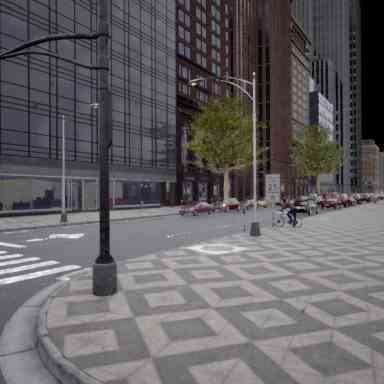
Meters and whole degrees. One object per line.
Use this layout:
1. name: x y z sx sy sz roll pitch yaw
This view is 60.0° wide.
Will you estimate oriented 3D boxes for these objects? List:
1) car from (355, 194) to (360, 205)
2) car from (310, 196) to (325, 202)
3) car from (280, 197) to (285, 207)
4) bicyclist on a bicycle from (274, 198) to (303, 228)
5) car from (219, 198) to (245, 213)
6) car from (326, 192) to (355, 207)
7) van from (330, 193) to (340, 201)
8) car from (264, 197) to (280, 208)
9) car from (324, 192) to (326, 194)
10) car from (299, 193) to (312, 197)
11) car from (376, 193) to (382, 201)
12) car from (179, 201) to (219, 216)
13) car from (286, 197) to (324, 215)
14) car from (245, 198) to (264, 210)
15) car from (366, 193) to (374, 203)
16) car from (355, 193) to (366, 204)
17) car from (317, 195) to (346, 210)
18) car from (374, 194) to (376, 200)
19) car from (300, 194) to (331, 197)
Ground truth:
1. car: 23.490 1.378 50.086 1.947 1.339 4.313 0 0 35
2. car: 26.061 1.419 68.864 1.947 1.339 4.313 0 0 35
3. car: 13.274 1.456 50.279 1.947 1.339 4.313 0 0 35
4. bicyclist on a bicycle: 5.277 1.177 18.388 1.656 1.620 0.582 -1 0 35
5. car: 3.684 1.367 36.340 1.967 1.590 4.097 0 0 35
6. car: 20.293 1.137 45.442 2.192 1.841 5.009 0 0 35
7. van: 35.647 1.186 82.803 1.690 1.788 3.998 -1 0 35
8. car: 9.981 1.426 45.492 1.752 1.417 4.829 0 0 35
9. car: 22.214 1.052 52.768 2.150 2.045 5.566 -1 0 35
10. car: 19.667 1.416 59.571 1.887 1.381 4.507 0 0 35
11. car: 42.665 1.359 77.959 1.802 1.307 4.206 -1 0 35
12. car: 0.489 1.524 31.694 1.802 1.307 4.206 0 0 35
13. car: 10.706 1.424 31.504 1.947 1.339 4.313 0 0 35
14. car: 6.882 1.495 40.986 1.802 1.307 4.206 0 0 35
15. car: 33.077 1.100 64.024 2.192 1.841 5.009 0 0 35
16. car: 26.684 1.118 54.733 2.192 1.841 5.009 0 0 35
17. car: 17.097 1.377 40.796 1.887 1.381 4.507 0 0 35
18. car: 36.370 1.303 68.809 1.752 1.417 4.829 -1 0 35
19. car: 16.527 1.340 44.502 2.128 1.511 4.902 -1 0 35
